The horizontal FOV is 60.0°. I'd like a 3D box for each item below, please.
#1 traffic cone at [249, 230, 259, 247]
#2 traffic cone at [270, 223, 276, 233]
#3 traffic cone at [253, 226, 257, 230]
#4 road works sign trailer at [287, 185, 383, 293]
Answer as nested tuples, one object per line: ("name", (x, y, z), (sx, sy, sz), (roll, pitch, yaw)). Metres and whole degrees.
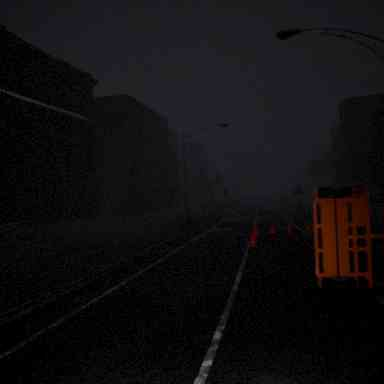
("traffic cone", (2.673, 2.098, 14.543), (0.340, 0.580, 0.340), (-3, -2, 12))
("traffic cone", (4.890, 2.185, 20.207), (0.340, 0.580, 0.340), (-2, -2, 12))
("traffic cone", (3.084, 2.136, 16.500), (0.340, 0.580, 0.340), (-2, -2, 12))
("road works sign trailer", (4.109, 1.014, 8.769), (2.880, 2.380, 3.560), (-2, -1, 3))
